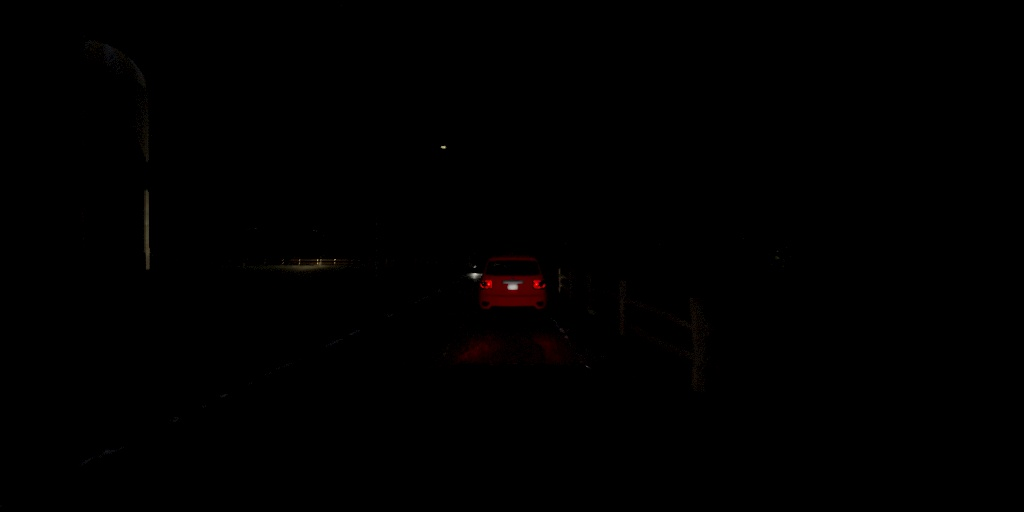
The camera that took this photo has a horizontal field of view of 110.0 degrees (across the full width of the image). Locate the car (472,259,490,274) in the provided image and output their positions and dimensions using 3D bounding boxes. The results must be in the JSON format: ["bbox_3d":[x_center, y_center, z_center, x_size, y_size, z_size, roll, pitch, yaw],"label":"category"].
[{"bbox_3d":[-3.841,1.264,45.609,2.097,1.767,4.553,0,0,-2],"label":"car"}]

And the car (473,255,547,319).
[{"bbox_3d":[0.004,1.009,13.048,2.150,2.045,5.566,0,0,0],"label":"car"}]
